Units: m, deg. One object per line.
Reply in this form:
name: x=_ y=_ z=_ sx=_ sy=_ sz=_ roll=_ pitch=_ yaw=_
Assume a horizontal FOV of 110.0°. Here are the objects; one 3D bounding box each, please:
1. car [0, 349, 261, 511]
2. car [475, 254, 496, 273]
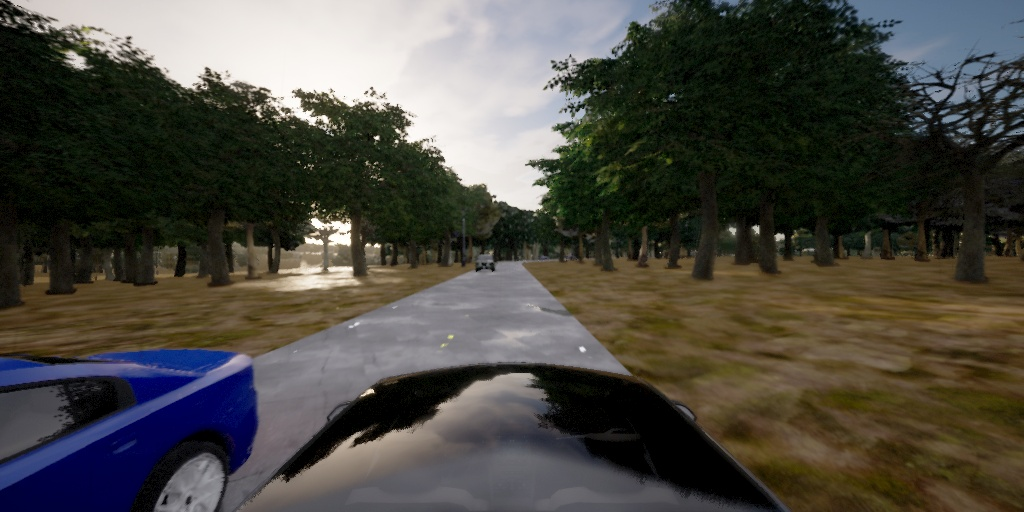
car: x=-3.100 y=1.229 z=0.979 sx=1.882 sy=1.535 sz=5.008 roll=0 pitch=0 yaw=0
car: x=-3.107 y=0.844 z=42.579 sx=2.150 sy=2.045 sz=5.566 roll=0 pitch=1 yaw=0
